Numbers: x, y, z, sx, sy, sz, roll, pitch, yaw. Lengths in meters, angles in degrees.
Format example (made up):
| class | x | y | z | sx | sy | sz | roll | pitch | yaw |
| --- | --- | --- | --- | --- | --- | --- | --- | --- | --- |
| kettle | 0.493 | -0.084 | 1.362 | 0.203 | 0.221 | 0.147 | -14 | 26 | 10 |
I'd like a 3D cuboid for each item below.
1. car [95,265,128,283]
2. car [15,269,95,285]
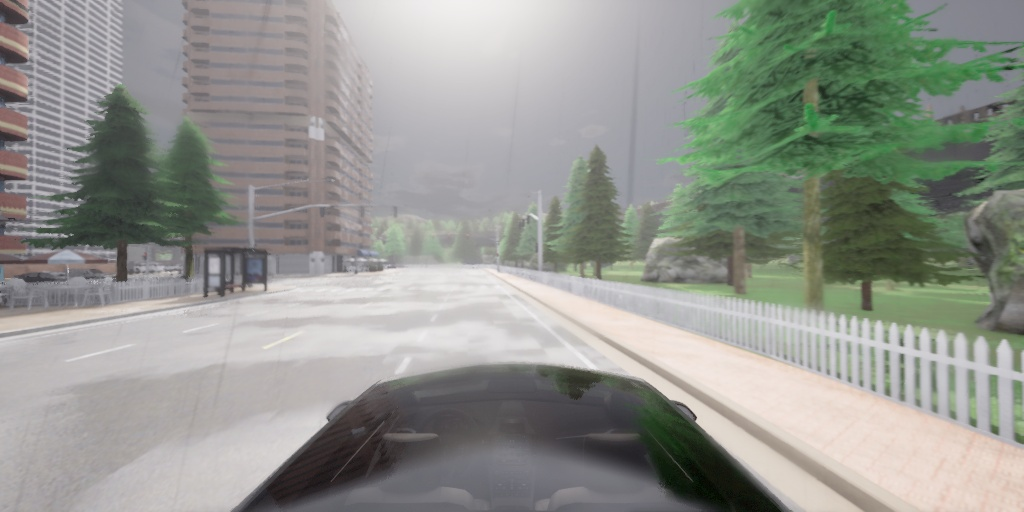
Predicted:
| class | x | y | z | sx | sy | sz | roll | pitch | yaw |
| --- | --- | --- | --- | --- | --- | --- | --- | --- | --- |
| car | -42.169 | 2.029 | 35.804 | 4.553 | 1.767 | 2.097 | 0 | -1 | -6 |
| car | -41.563 | 2.139 | 32.348 | 4.892 | 1.490 | 1.837 | -1 | -1 | -6 |
